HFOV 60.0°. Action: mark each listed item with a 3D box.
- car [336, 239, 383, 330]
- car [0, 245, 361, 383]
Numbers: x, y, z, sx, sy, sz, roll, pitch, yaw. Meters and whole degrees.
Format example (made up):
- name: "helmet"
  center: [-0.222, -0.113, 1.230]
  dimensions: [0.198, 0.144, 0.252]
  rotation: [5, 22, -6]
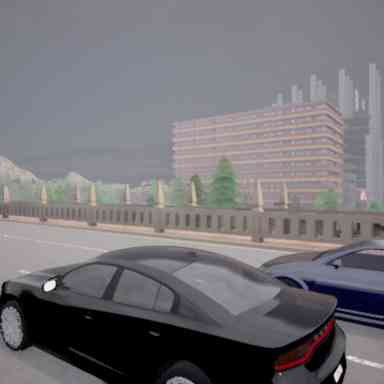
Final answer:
- name: "car"
  center: [3.239, 1.564, 5.992]
  dimensions: [4.181, 1.385, 1.994]
  rotation: [0, 0, 35]
- name: "car"
  center: [-0.680, 1.478, 4.484]
  dimensions: [5.008, 1.535, 1.882]
  rotation: [0, 0, 35]
